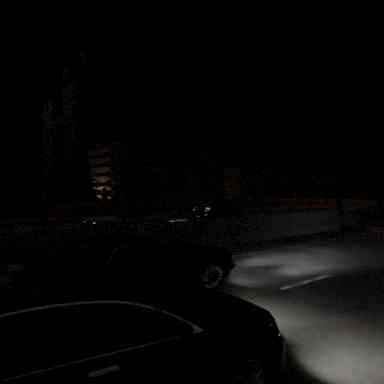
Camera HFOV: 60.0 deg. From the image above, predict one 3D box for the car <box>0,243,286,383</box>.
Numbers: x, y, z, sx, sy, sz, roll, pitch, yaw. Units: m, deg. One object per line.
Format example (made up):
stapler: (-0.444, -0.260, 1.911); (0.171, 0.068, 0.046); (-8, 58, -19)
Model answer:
car: (-1.180, 1.512, 3.088); (4.892, 1.490, 1.837); (0, 0, -36)

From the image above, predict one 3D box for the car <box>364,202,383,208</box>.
car: (17.997, 1.570, 31.166); (4.718, 1.301, 1.895); (0, 0, -38)

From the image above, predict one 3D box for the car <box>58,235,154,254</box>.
car: (-1.302, 1.612, 7.289); (4.718, 1.301, 1.895); (0, 0, -37)

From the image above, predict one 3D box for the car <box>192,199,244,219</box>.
car: (2.221, 1.374, 27.839); (4.553, 1.767, 2.097); (0, 0, -38)

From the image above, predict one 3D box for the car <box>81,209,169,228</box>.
car: (-3.728, 1.634, 18.831); (4.718, 1.301, 1.895); (0, 0, -38)
